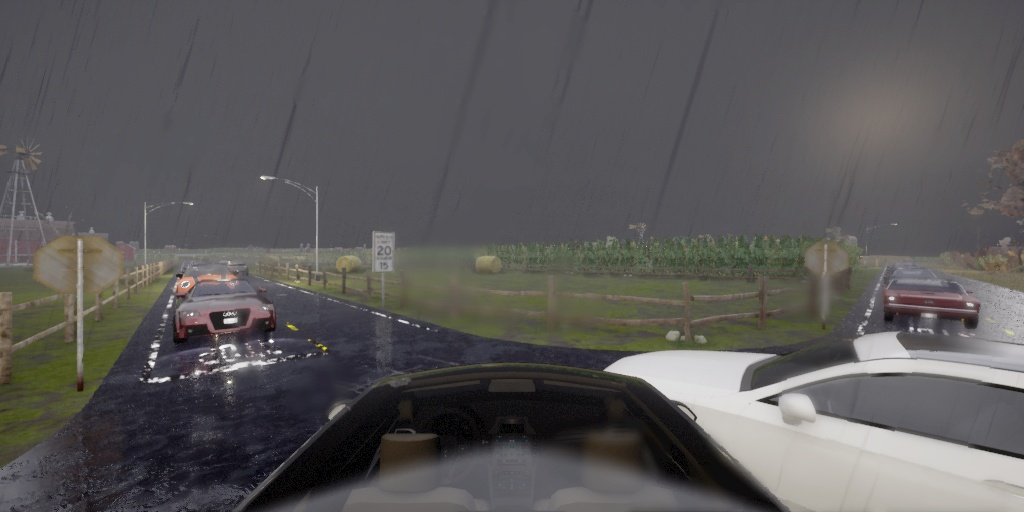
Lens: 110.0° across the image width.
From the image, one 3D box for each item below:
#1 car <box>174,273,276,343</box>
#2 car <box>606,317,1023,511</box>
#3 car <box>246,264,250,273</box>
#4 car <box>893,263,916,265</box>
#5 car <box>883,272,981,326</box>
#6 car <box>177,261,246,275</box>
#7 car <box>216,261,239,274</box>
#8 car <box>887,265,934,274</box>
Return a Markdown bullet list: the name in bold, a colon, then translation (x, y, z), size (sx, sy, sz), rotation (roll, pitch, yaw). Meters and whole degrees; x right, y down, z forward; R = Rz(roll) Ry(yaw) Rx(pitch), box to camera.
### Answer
- **car**: translation (-8.032, 1.358, 9.973), size (1.994, 1.385, 4.181), rotation (0, 0, -43)
- **car**: translation (2.819, 1.293, 2.489), size (1.812, 1.442, 4.674), rotation (0, 1, -44)
- **car**: translation (-27.317, 1.297, 35.503), size (2.128, 1.511, 4.902), rotation (0, 0, -42)
- **car**: translation (27.121, 1.401, 24.601), size (4.181, 1.385, 1.994), rotation (0, 1, -43)
- **car**: translation (13.412, 1.397, 11.652), size (4.718, 1.301, 1.895), rotation (0, 1, -44)
- **car**: translation (-13.869, 1.146, 16.401), size (2.097, 1.767, 4.553), rotation (0, 0, -42)
- **car**: translation (-34.108, 1.322, 42.896), size (1.837, 1.490, 4.892), rotation (0, 0, -42)
- **car**: translation (20.426, 1.362, 18.282), size (5.357, 1.411, 2.033), rotation (0, 1, -43)
